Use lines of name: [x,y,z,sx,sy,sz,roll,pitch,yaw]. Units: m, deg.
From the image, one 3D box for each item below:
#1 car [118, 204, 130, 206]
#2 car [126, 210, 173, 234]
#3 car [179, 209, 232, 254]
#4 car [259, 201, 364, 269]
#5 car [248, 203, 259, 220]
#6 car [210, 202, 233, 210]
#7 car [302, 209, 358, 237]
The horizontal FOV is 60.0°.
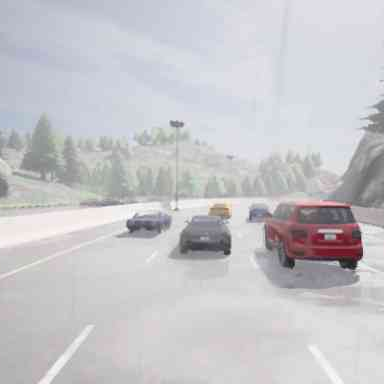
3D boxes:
car: [-10.289,1.776,54.415,1.812,1.442,4.674,0,0,16]
car: [-2.378,1.703,19.907,1.895,1.301,4.718,0,0,6]
car: [0.623,1.653,13.949,1.994,1.385,4.181,0,0,4]
car: [3.936,1.322,11.704,2.150,2.045,5.566,0,0,4]
car: [6.089,1.750,30.040,1.812,1.442,4.674,0,0,10]
car: [2.828,1.689,31.841,1.882,1.535,5.008,0,0,10]
car: [8.214,1.783,20.291,1.895,1.301,4.718,0,0,6]
